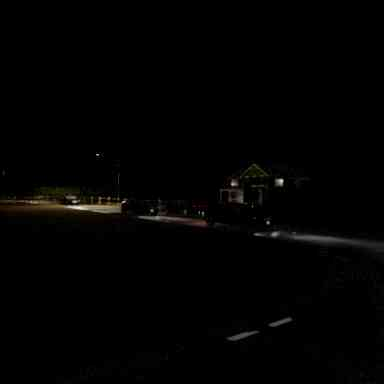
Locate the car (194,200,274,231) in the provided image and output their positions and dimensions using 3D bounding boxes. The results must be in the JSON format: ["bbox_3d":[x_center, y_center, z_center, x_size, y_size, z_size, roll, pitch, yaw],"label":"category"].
[{"bbox_3d":[2.638,1.381,19.958,2.128,1.511,4.902,2,-1,-38],"label":"car"}]

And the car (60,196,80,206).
[{"bbox_3d":[-17.619,1.277,48.039,2.128,1.511,4.902,2,-1,-35],"label":"car"}]

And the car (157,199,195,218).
[{"bbox_3d":[-0.696,1.392,29.292,2.128,1.511,4.902,2,-1,-35],"label":"car"}]

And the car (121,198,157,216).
[{"bbox_3d":[-4.810,1.303,30.163,2.128,1.511,4.902,2,0,-36],"label":"car"}]
